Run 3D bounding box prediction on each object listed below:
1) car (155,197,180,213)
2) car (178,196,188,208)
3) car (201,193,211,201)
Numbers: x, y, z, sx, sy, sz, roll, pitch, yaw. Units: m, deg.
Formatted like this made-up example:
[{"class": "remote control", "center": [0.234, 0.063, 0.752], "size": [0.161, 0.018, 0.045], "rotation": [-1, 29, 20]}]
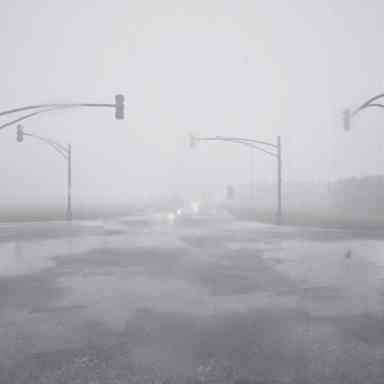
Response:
[{"class": "car", "center": [-2.860, 1.600, 37.462], "size": [1.895, 1.301, 4.718], "rotation": [0, 0, 4]}, {"class": "car", "center": [-2.238, 1.486, 49.100], "size": [2.128, 1.511, 4.902], "rotation": [0, 0, 3]}, {"class": "car", "center": [3.427, 1.190, 79.156], "size": [2.150, 2.045, 5.566], "rotation": [0, 0, 5]}]
